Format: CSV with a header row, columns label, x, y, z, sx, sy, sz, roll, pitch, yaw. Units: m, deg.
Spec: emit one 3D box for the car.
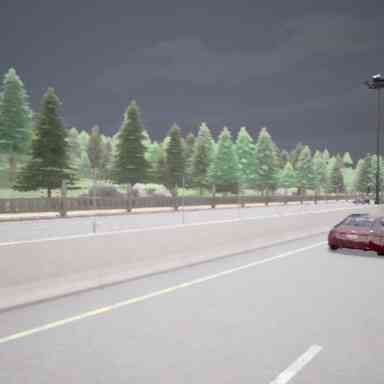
label,x,y,z,sx,sy,sz,roll,pitch,yaw
car,7.066,1.575,13.384,1.994,1.385,4.181,1,0,41
